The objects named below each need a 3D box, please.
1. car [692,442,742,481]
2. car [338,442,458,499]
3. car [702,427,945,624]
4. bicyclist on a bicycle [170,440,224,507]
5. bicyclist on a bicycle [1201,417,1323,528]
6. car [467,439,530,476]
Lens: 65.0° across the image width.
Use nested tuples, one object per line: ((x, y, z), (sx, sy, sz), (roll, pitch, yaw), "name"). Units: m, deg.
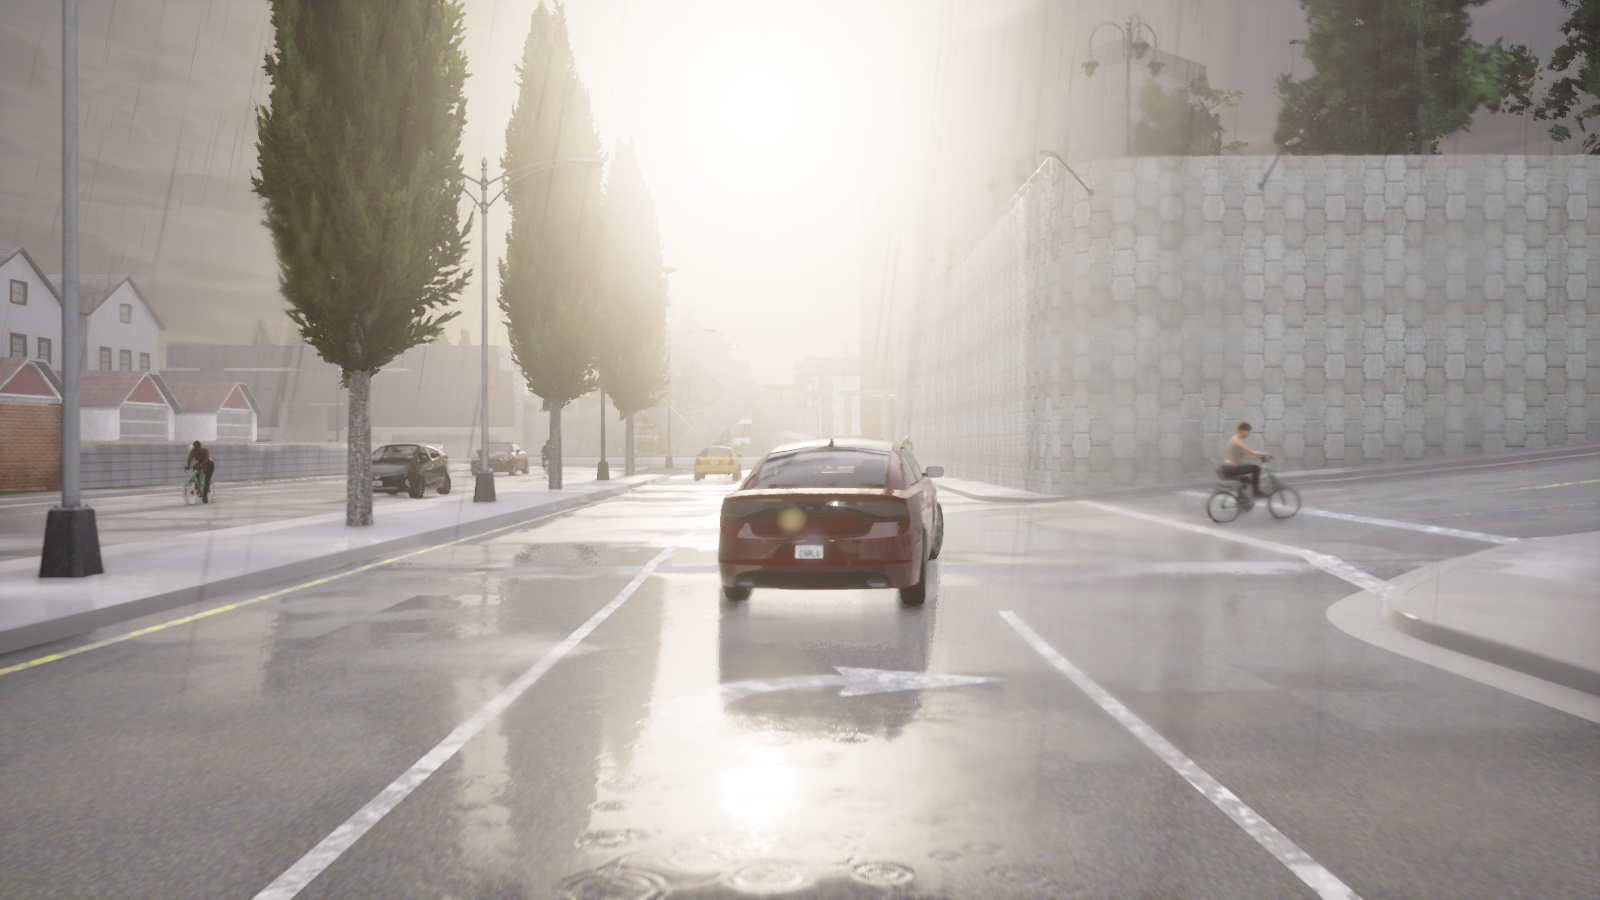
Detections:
((-3.467, 0.468, 53.318), (1.801, 1.575, 5.366), (0, 0, 0), "car")
((-11.471, 0.539, 36.182), (2.007, 1.525, 4.514), (0, 0, 0), "car")
((0.479, 0.607, 13.299), (1.882, 1.535, 5.008), (-1, 3, 9), "car")
((-15.065, 0.561, 31.422), (0.582, 1.620, 1.656), (0, 1, -2), "bicyclist on a bicycle")
((7.324, 0.352, 19.964), (1.509, 1.612, 0.866), (-5, 0, 1), "bicyclist on a bicycle")
((-14.985, 0.341, 62.645), (2.097, 1.767, 4.553), (0, 0, -1), "car")
